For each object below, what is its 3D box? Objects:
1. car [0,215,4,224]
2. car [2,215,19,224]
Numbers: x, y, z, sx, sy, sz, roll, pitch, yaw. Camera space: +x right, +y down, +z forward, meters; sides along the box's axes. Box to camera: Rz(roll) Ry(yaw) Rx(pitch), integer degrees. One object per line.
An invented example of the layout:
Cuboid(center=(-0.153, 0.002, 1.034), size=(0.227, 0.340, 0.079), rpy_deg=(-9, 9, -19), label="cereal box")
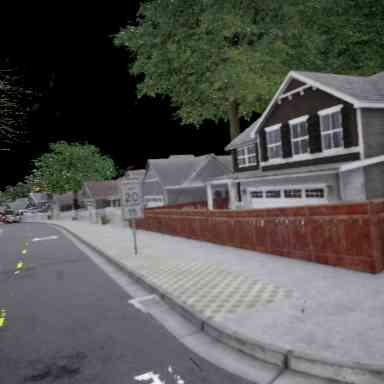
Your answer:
Cuboid(center=(-45.765, 6.650, 80.245), size=(2.150, 2.045, 5.566), rpy_deg=(-6, -1, -42), label="car")
Cuboid(center=(-38.976, 6.190, 72.162), size=(2.033, 1.411, 5.357), rpy_deg=(-6, -1, -39), label="car")
